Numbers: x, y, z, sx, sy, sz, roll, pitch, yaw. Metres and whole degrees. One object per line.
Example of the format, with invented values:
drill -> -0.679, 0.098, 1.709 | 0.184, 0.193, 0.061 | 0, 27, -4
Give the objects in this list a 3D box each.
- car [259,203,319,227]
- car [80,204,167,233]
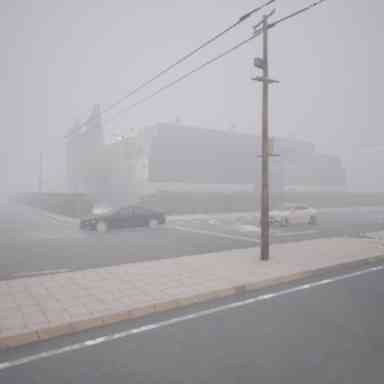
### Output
car -> 6.607, 1.506, 22.413 | 4.674, 1.442, 1.812 | 0, 0, -34
car -> -3.949, 1.501, 19.557 | 5.008, 1.535, 1.882 | -1, 1, -31
